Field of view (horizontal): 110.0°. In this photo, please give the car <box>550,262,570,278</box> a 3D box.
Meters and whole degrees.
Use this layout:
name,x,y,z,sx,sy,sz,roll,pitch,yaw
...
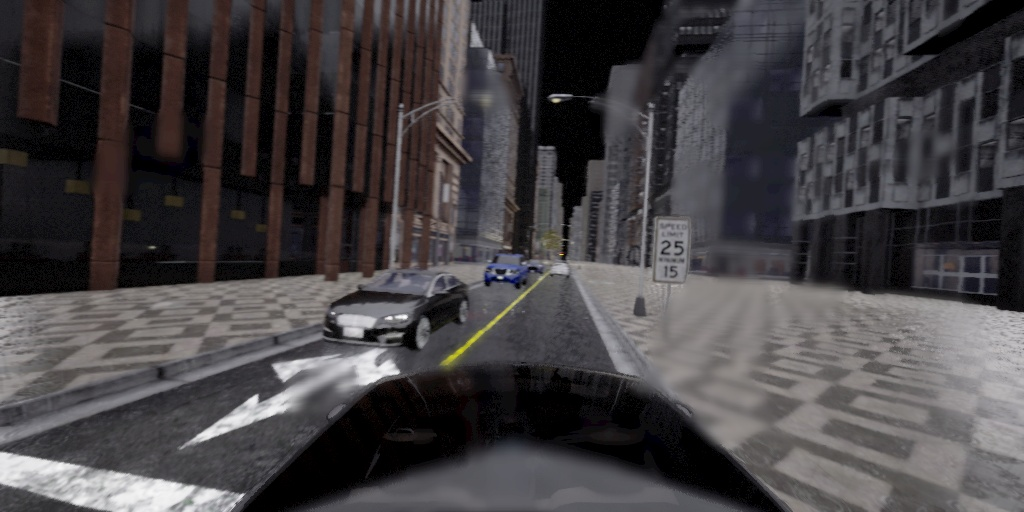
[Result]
name,x,y,z,sx,sy,sz,roll,pitch,yaw
car,5.030,1.458,37.606,1.812,1.442,4.674,3,0,9

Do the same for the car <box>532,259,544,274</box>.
name,x,y,z,sx,sy,sz,roll,pitch,yaw
car,2.631,1.122,42.171,2.097,1.767,4.553,3,0,8

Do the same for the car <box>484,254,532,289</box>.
name,x,y,z,sx,sy,sz,roll,pitch,yaw
car,-0.253,0.885,23.070,2.150,2.045,5.566,3,0,8

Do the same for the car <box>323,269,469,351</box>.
name,x,y,z,sx,sy,sz,roll,pitch,yaw
car,-2.385,1.074,8.648,2.128,1.511,4.902,3,0,8
